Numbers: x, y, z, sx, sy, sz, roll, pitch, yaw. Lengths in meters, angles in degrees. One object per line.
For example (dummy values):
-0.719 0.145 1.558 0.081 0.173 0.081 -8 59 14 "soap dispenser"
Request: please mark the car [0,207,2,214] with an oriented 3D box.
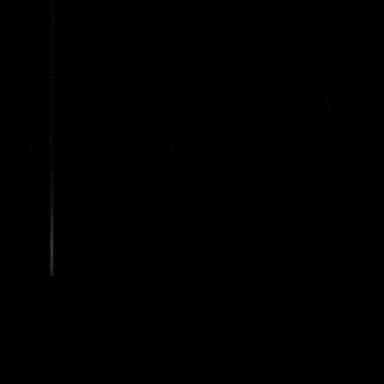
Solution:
-19.822 1.171 31.075 2.150 2.045 5.566 1 0 29 "car"
